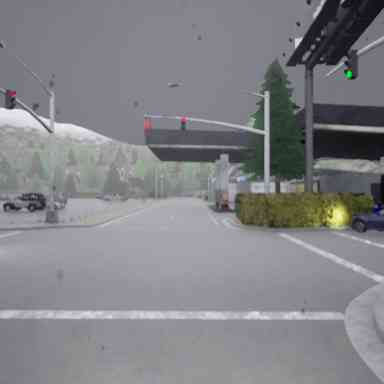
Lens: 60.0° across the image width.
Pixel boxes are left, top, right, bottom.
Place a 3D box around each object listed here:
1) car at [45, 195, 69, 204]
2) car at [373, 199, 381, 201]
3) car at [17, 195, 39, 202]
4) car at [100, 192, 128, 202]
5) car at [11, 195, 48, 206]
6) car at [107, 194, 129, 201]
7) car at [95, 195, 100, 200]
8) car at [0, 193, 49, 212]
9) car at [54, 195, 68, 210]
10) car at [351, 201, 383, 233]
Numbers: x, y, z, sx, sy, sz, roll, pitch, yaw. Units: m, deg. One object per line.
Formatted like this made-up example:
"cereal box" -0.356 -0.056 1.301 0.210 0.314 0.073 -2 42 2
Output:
"car" -24.049 1.269 59.361 3.633 1.501 1.845 0 0 -1
"car" 17.224 1.452 33.327 2.242 1.667 4.611 0 0 -1
"car" -35.113 1.323 71.287 3.806 1.475 1.970 0 0 -1
"car" -16.447 1.270 71.253 5.027 1.636 2.152 0 0 -1
"car" -24.031 1.256 49.368 4.514 1.523 2.007 0 0 -1
"car" -16.518 1.276 74.389 4.514 1.523 2.007 0 0 -1
"car" -23.908 1.147 91.977 5.566 2.045 2.150 0 0 -1
"car" -16.779 1.048 33.668 3.866 1.878 1.905 0 0 -1
"car" -16.188 1.329 36.996 3.806 1.475 1.970 0 0 -1
"car" 9.745 1.320 15.447 1.812 1.442 4.674 0 0 -25
